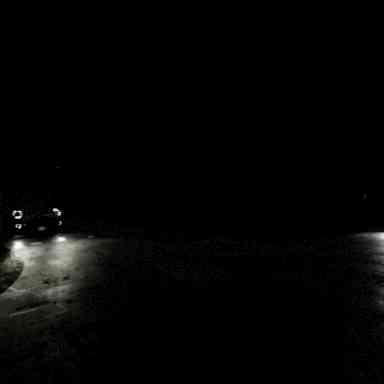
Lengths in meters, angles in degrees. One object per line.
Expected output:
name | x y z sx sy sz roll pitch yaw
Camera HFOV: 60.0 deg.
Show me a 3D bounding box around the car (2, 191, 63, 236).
car | -7.576 0.773 14.618 4.553 1.767 2.097 3 3 42
